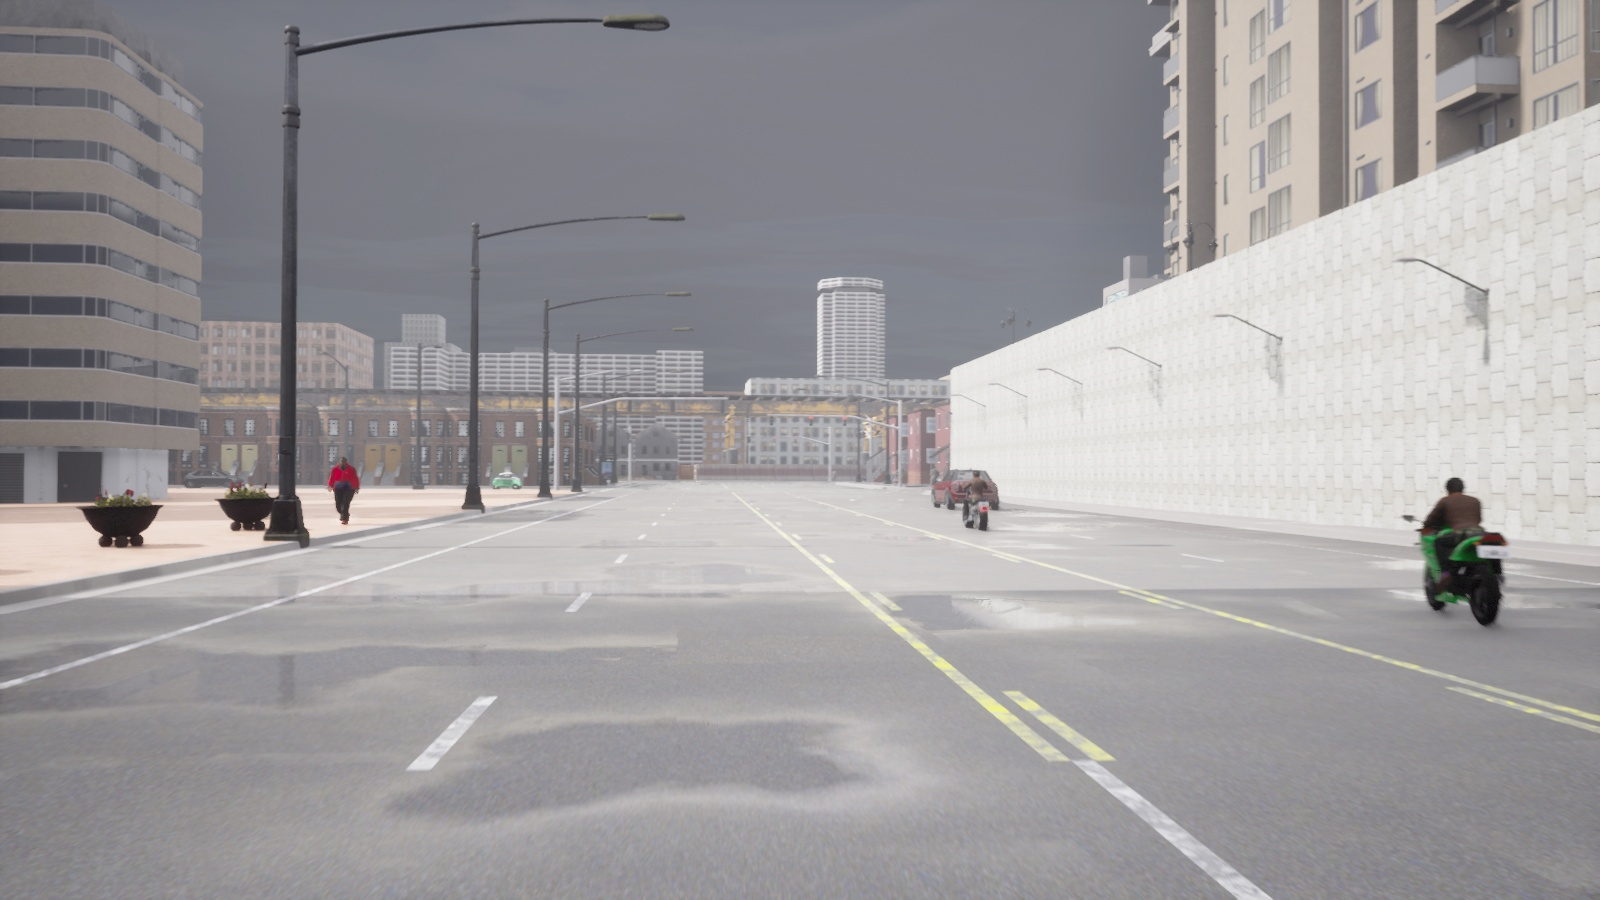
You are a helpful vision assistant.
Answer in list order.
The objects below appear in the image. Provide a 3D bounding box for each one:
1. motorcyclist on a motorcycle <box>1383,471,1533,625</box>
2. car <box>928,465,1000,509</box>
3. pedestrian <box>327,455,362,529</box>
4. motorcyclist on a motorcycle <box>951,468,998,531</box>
[{"bbox_3d":[7.018,0.993,13.518,0.797,1.523,2.044,0,-1,9],"label":"motorcyclist on a motorcycle"},{"bbox_3d":[6.828,1.526,52.669,2.097,1.767,4.553,0,-1,-4],"label":"car"},{"bbox_3d":[-11.460,1.047,31.599,0.634,1.844,0.899,0,-1,-6],"label":"pedestrian"},{"bbox_3d":[4.719,1.317,34.175,0.766,1.649,2.350,0,-1,-4],"label":"motorcyclist on a motorcycle"}]
